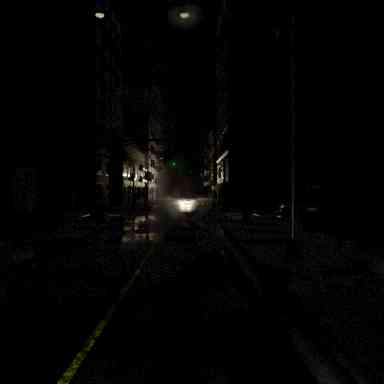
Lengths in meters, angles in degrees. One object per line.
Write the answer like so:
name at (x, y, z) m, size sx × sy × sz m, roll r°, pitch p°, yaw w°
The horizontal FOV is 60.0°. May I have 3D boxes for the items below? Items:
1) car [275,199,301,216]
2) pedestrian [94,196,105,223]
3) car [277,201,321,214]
car at (10.751, 1.445, 33.467) m, size 4.553 × 1.767 × 2.097 m, roll 1°, pitch 0°, yaw 0°
pedestrian at (-6.099, 1.130, 21.774) m, size 0.375 × 1.860 × 0.375 m, roll 0°, pitch 0°, yaw 0°
car at (11.507, 1.665, 36.042) m, size 4.206 × 1.307 × 1.802 m, roll 1°, pitch 0°, yaw 0°
